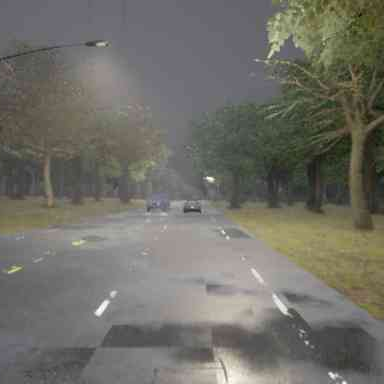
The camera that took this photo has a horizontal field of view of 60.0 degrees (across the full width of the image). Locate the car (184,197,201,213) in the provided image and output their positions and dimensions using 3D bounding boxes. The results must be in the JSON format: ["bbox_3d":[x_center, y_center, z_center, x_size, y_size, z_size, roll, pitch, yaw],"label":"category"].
[{"bbox_3d":[0.032,1.643,38.768,1.994,1.385,4.181,0,0,0],"label":"car"}]

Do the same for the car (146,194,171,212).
[{"bbox_3d":[-3.988,1.309,40.386,2.150,2.045,5.566,0,0,6],"label":"car"}]
